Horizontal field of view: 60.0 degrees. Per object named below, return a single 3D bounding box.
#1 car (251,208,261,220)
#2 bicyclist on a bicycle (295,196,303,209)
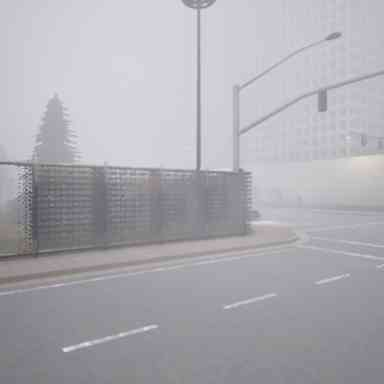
[{"bbox_3d":[3.542,1.525,26.712,1.994,1.385,4.181,0,0,-35],"label":"car"},{"bbox_3d":[12.948,1.276,40.210,1.656,1.620,0.582,0,0,-35],"label":"bicyclist on a bicycle"}]
